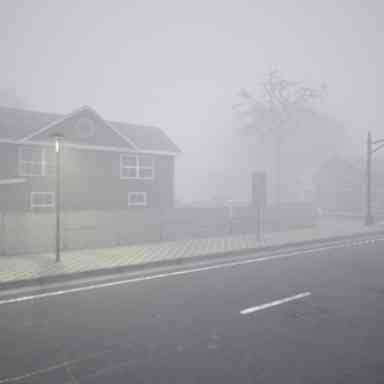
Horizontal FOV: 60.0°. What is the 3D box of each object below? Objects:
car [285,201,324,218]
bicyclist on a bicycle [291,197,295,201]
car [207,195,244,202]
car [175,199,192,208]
[{"bbox_3d":[9.697,1.580,30.661,2.128,1.511,4.902,0,0,-35],"label":"car"},{"bbox_3d":[11.604,1.410,38.105,1.656,1.620,0.582,0,0,-35],"label":"bicyclist on a bicycle"},{"bbox_3d":[3.976,1.328,38.750,2.150,2.045,5.566,0,0,-35],"label":"car"},{"bbox_3d":[-2.146,1.672,47.411,2.033,1.411,5.357,0,0,-35],"label":"car"}]
